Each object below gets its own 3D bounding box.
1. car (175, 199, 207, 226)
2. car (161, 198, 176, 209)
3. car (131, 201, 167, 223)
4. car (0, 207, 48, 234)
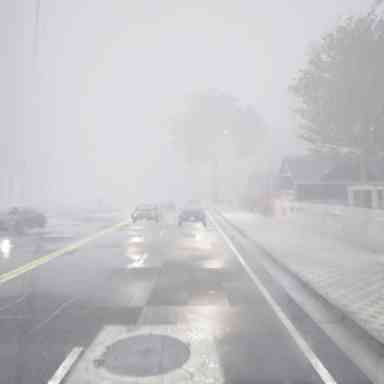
[{"bbox_3d":[0.036,1.490,23.072,1.812,1.442,4.674,0,0,1],"label":"car"},{"bbox_3d":[-3.157,1.518,43.318,1.994,1.385,4.181,0,0,0],"label":"car"},{"bbox_3d":[-3.199,1.564,24.666,1.895,1.301,4.718,0,0,1],"label":"car"},{"bbox_3d":[-9.801,1.534,18.639,1.994,1.385,4.181,0,0,0],"label":"car"}]
